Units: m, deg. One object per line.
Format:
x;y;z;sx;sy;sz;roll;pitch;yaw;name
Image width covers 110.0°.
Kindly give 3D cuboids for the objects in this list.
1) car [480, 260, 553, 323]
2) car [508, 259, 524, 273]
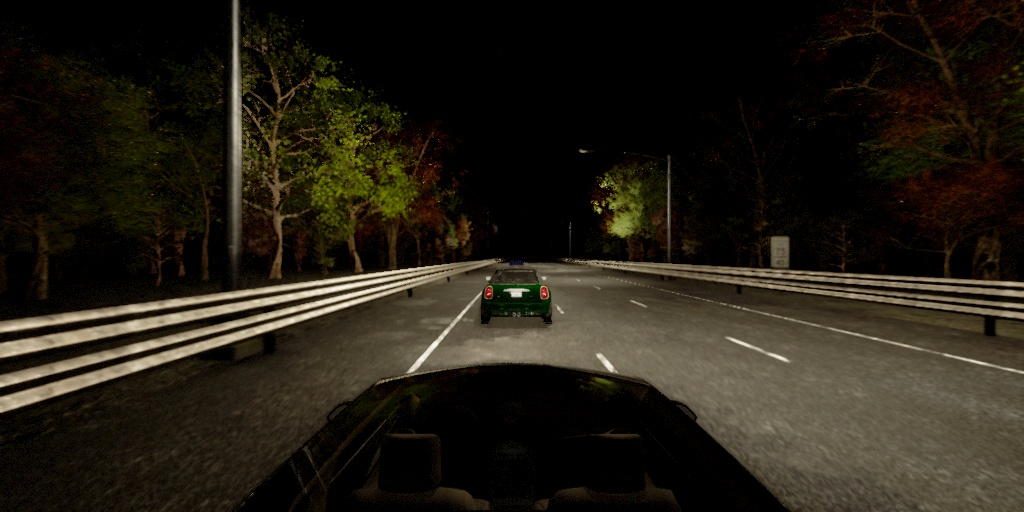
0.138;1.102;12.190;2.097;1.767;4.553;0;0;0;car
0.556;1.224;44.594;1.882;1.535;5.008;0;0;1;car
